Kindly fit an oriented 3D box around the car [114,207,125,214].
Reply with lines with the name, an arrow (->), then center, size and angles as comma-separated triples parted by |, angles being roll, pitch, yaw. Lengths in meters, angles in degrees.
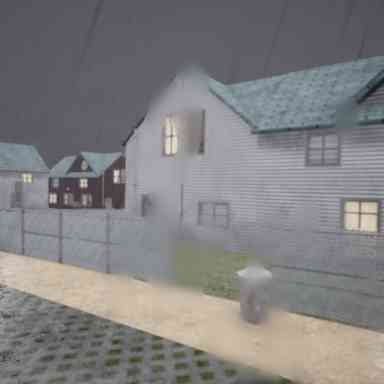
car -> -6.243, 2.084, 32.084 | 1.895, 1.301, 4.718 | 2, 0, 36
